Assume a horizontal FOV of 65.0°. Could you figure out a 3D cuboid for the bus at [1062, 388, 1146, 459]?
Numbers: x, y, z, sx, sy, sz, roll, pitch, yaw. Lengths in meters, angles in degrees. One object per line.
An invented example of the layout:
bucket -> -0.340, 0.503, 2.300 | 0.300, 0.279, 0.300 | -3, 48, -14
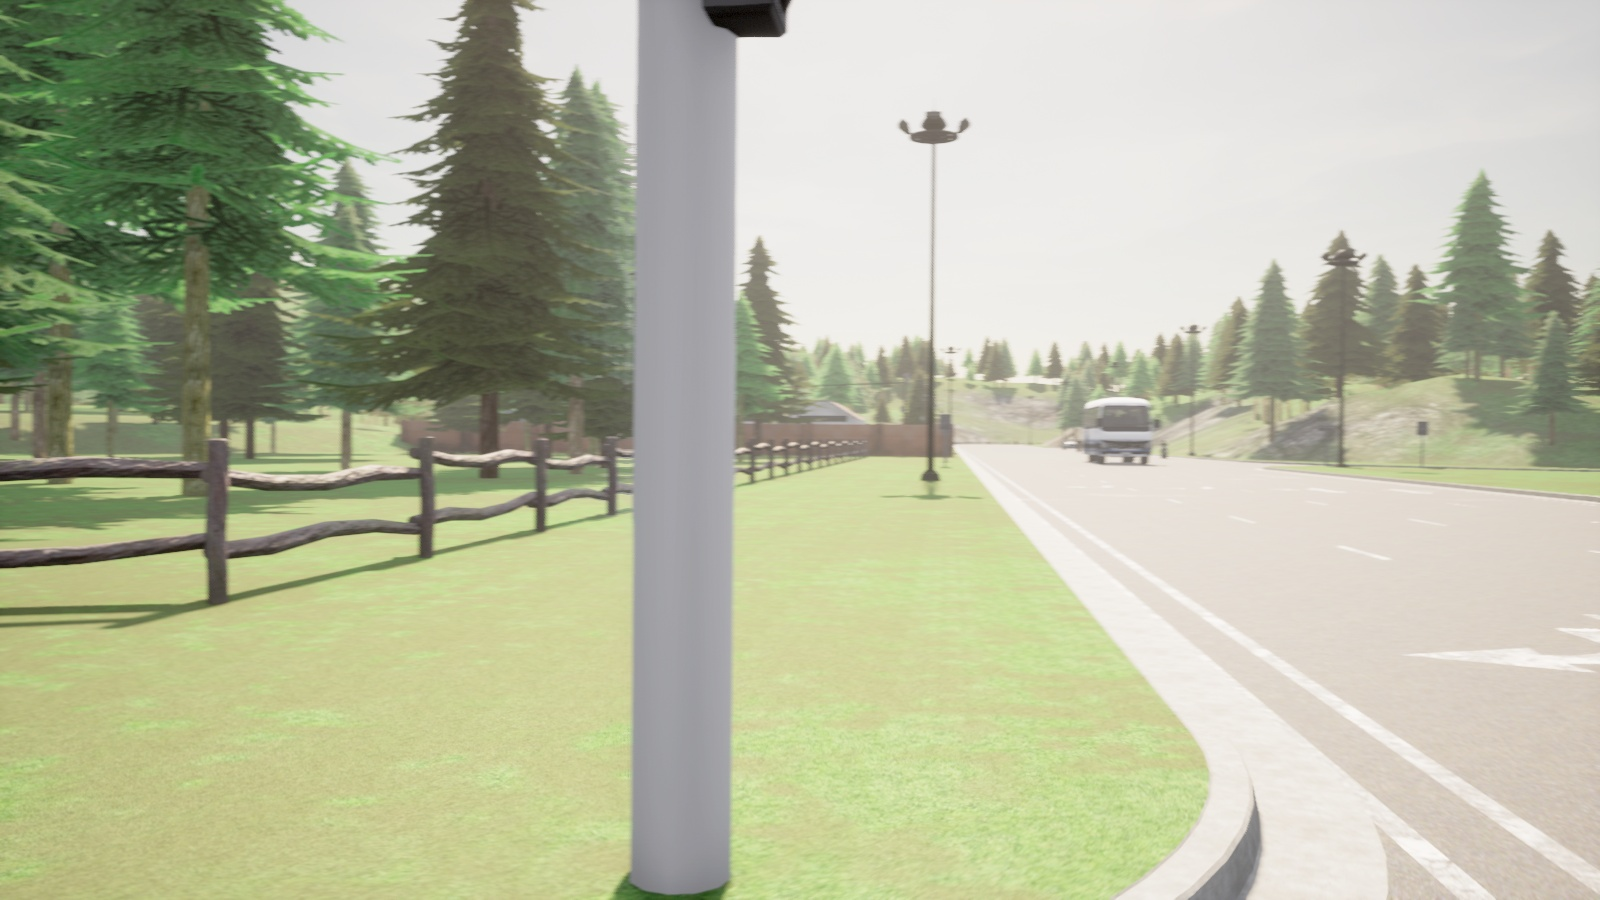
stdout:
bus -> 19.668, -1.687, 81.975 | 3.944, 4.253, 10.273 | -1, 1, 6
